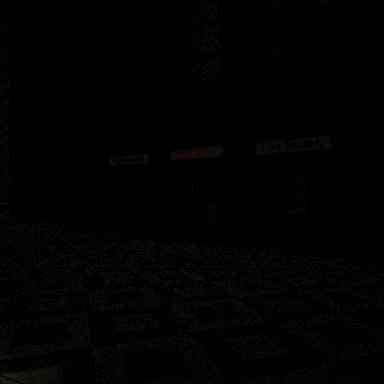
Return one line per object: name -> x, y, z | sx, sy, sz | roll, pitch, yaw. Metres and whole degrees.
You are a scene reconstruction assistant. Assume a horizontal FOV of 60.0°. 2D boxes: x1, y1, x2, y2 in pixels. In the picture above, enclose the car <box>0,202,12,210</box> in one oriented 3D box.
car -> -31.798, 2.453, 57.890 | 1.887, 1.381, 4.507 | -2, -2, 35
